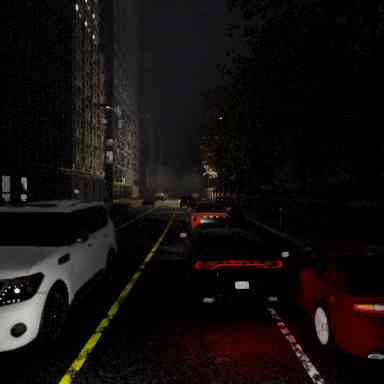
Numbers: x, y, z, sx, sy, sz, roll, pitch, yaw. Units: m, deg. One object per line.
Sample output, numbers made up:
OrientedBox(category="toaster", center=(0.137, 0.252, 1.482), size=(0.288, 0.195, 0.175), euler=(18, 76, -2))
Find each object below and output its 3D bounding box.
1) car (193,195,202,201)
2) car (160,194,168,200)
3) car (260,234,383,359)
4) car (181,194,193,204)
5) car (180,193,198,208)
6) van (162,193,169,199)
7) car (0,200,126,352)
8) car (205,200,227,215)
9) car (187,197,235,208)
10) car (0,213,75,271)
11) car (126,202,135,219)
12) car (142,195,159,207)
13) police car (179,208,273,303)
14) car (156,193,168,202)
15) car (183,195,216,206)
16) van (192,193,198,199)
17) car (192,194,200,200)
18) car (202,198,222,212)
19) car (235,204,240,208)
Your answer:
OrientedBox(category="car", center=(1.291, 1.374, 78.302), size=(2.008, 1.369, 4.403), euler=(0, 0, -1))
OrientedBox(category="car", center=(-7.515, 1.336, 89.470), size=(2.008, 1.369, 4.403), euler=(0, 0, -1))
OrientedBox(category="car", center=(2.702, 1.544, 6.056), size=(1.887, 1.381, 4.507), euler=(0, 0, 0))
OrientedBox(category="car", center=(-0.937, 1.231, 59.585), size=(2.097, 1.767, 4.553), euler=(0, 0, -1))
OrientedBox(category="car", center=(-0.591, 1.269, 46.358), size=(2.097, 1.767, 4.553), euler=(0, 0, -1))
OrientedBox(category="van", center=(-7.652, 1.106, 95.028), size=(1.690, 1.788, 3.998), euler=(0, 0, -1))
OrientedBox(category="car", center=(-3.000, 1.220, 6.553), size=(2.150, 2.045, 5.566), euler=(0, 0, 0))
OrientedBox(category="car", center=(2.402, 1.535, 33.838), size=(1.802, 1.307, 4.206), euler=(0, 0, -1))
OrientedBox(category="car", center=(0.908, 1.338, 18.328), size=(2.097, 1.767, 4.553), euler=(0, 0, 0))
OrientedBox(category="car", center=(-5.816, 1.561, 11.574), size=(1.947, 1.339, 4.313), euler=(0, 0, 0))
OrientedBox(category="car", center=(-5.989, 1.532, 28.320), size=(1.947, 1.339, 4.313), euler=(0, 0, -1))
OrientedBox(category="car", center=(-6.544, 1.486, 50.561), size=(1.802, 1.307, 4.206), euler=(0, 0, -1))
OrientedBox(category="police car", center=(0.741, 1.423, 8.401), size=(1.930, 1.638, 5.238), euler=(0, 0, -3))
OrientedBox(category="car", center=(-7.098, 1.154, 72.793), size=(2.192, 1.841, 5.009), euler=(0, 0, -1))
OrientedBox(category="car", center=(0.700, 1.328, 24.378), size=(2.097, 1.767, 4.553), euler=(0, 0, 1))
OrientedBox(category="van", center=(0.877, 1.108, 94.976), size=(1.690, 1.788, 3.998), euler=(0, 0, -1))
OrientedBox(category="car", center=(1.015, 1.227, 89.418), size=(1.967, 1.590, 4.097), euler=(0, 0, -1))
OrientedBox(category="car", center=(2.263, 1.488, 39.395), size=(2.008, 1.369, 4.403), euler=(0, 0, -1))
OrientedBox(category="car", center=(2.653, 1.562, 22.713), size=(1.802, 1.307, 4.206), euler=(0, 0, -1))
